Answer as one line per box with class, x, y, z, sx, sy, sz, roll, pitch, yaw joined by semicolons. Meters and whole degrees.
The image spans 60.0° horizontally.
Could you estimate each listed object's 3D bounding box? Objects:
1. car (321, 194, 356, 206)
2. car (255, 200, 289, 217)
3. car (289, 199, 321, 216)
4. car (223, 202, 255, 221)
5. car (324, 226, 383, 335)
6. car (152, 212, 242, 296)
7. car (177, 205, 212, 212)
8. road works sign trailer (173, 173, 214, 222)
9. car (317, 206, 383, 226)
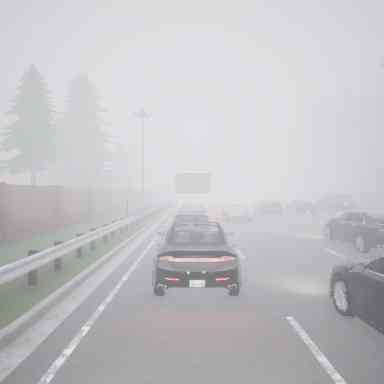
car;14.092;1.217;32.996;2.150;2.045;5.566;0;-1;0
car;7.091;1.492;31.155;2.128;1.511;4.902;0;0;0
car;10.591;1.502;32.733;1.837;1.490;4.892;0;-1;0
car;3.592;1.525;27.201;1.812;1.442;4.674;0;0;0
car;3.598;1.503;4.569;1.837;1.490;4.892;0;0;0
car;0.098;1.491;8.621;2.128;1.511;4.902;0;0;0
car;0.085;1.474;19.051;1.882;1.535;5.008;0;0;4
road works sign trailer;0.064;0.464;22.971;2.380;3.560;2.880;0;0;-2
car;7.096;1.503;13.662;1.837;1.490;4.892;0;0;0
